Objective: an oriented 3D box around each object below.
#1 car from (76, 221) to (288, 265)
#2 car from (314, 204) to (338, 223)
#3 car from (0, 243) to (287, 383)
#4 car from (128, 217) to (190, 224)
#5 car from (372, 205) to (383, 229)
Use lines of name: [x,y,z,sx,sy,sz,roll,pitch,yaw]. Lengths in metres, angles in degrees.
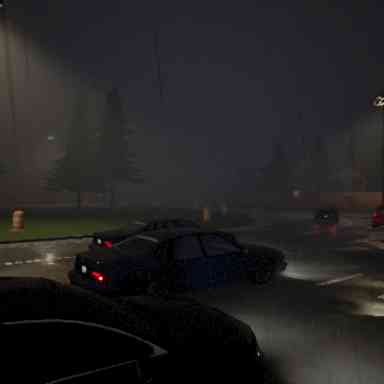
car: [-0.082,1.589,7.988,5.357,1.411,2.033,1,0,-35]
car: [11.413,1.761,28.343,1.812,1.442,4.674,1,0,22]
car: [-1.489,1.507,2.686,4.892,1.490,1.837,1,0,-36]
car: [-0.833,1.603,11.751,5.357,1.411,2.033,1,0,-36]
car: [14.153,1.576,22.442,4.553,1.767,2.097,1,0,-35]
